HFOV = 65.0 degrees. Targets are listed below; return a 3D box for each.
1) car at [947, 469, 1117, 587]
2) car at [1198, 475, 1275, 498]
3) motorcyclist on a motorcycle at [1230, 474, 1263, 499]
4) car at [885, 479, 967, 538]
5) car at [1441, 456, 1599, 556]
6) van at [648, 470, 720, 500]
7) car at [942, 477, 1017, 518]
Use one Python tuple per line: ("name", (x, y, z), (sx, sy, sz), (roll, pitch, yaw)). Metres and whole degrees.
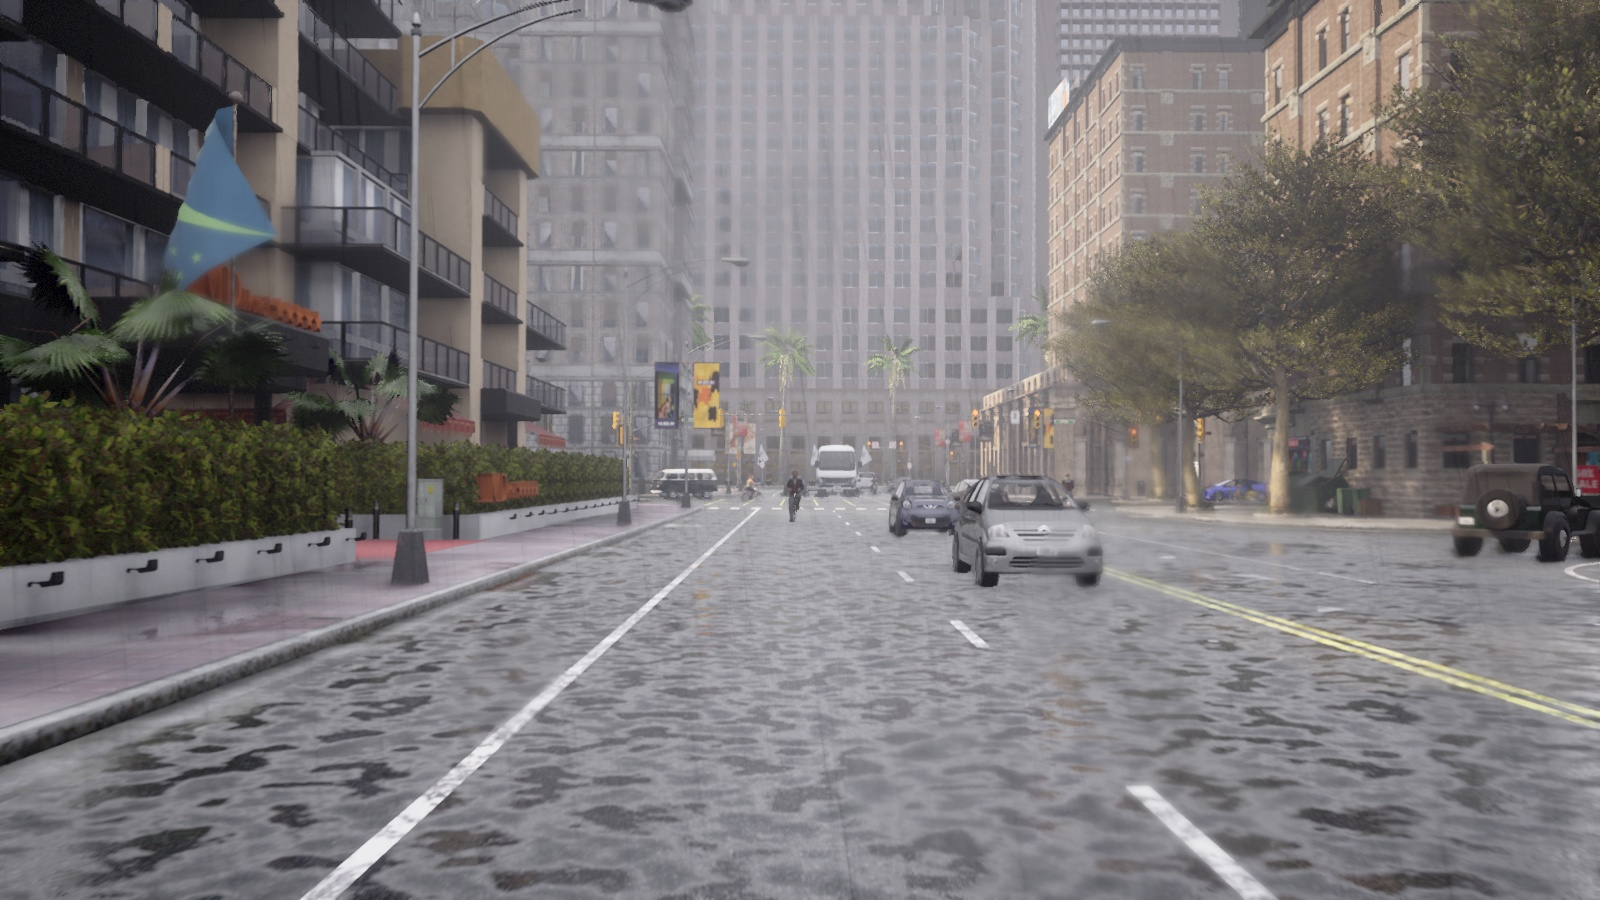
("car", (3.428, 1.110, 19.307), (1.851, 1.617, 3.988), (0, -1, 0))
("car", (29.329, 2.428, 84.510), (4.514, 1.525, 2.007), (0, -1, 1))
("motorcyclist on a motorcycle", (28.784, 2.363, 80.993), (1.817, 1.590, 0.866), (0, -1, 1))
("car", (3.375, 1.535, 34.124), (1.845, 1.501, 3.633), (0, -1, 0))
("car", (14.935, 1.099, 25.613), (3.866, 1.878, 1.905), (1, -2, -39))
("van", (-7.915, 2.358, 85.609), (4.480, 2.038, 2.069), (0, -1, -27))
("car", (6.823, 1.804, 48.286), (2.163, 1.488, 4.792), (0, -1, 0))
